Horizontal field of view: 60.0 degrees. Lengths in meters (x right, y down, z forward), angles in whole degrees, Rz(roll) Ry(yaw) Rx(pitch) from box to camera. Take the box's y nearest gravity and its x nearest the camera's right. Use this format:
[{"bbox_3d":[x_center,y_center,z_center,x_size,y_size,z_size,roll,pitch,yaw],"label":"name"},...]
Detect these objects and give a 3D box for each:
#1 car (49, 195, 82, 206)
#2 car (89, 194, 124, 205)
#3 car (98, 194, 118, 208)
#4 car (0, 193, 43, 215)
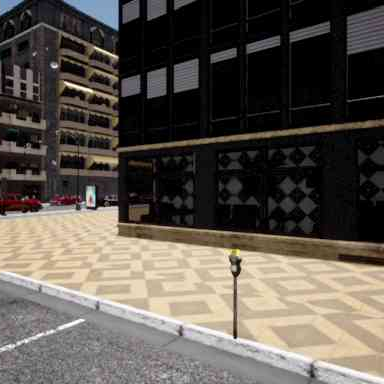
[{"bbox_3d":[-16.166,1.073,42.663,1.802,1.307,4.206,1,2,35],"label":"car"},{"bbox_3d":[-11.470,0.975,44.862,1.994,1.385,4.181,0,1,35],"label":"car"},{"bbox_3d":[-9.271,1.071,37.901,1.947,1.339,4.313,1,2,35],"label":"car"},{"bbox_3d":[-15.642,1.028,28.813,2.192,1.841,5.009,1,2,35],"label":"car"}]
